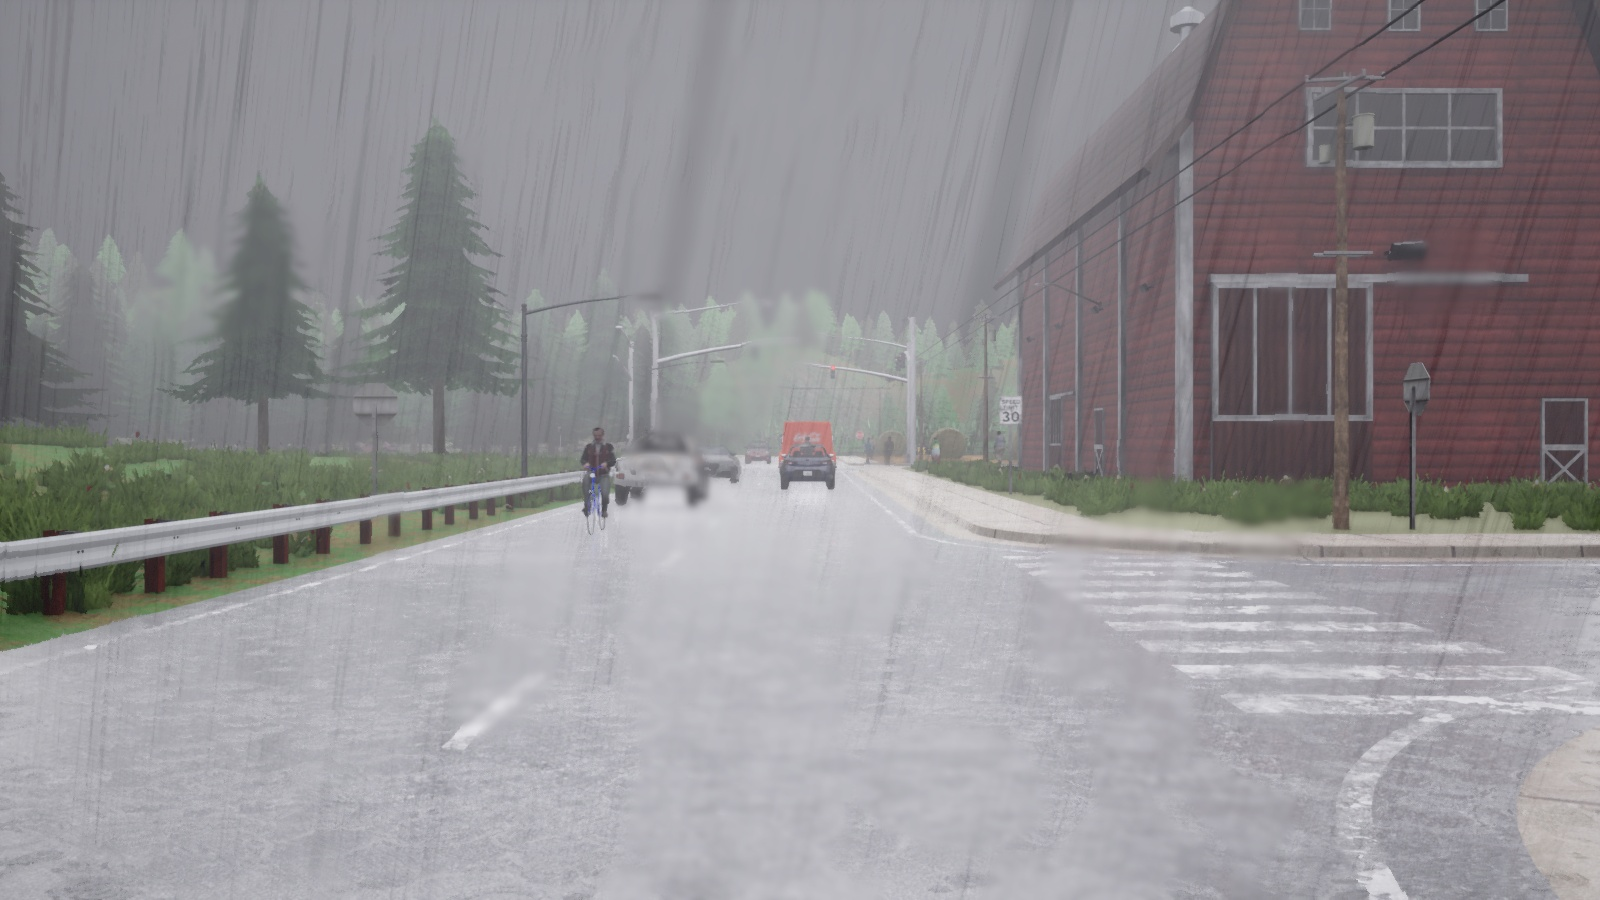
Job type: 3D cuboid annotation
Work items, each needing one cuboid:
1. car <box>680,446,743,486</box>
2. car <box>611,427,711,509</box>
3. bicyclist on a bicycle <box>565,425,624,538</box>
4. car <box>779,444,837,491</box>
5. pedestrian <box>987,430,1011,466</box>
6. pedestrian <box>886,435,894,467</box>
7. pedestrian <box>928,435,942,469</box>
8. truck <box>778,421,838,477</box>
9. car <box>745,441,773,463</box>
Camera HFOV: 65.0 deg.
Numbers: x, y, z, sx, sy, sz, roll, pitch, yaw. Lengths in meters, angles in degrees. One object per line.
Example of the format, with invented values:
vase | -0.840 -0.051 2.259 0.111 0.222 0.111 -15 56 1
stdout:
car | -3.220 0.546 46.302 1.994 1.385 4.181 0 0 0
car | -3.310 0.387 30.710 1.932 1.855 4.605 0 0 0
bicyclist on a bicycle | -3.366 0.498 20.696 0.659 1.776 1.843 0 0 0
car | 0.253 0.526 41.552 1.816 1.474 4.193 0 0 0
pedestrian | 10.455 -0.105 65.948 0.874 1.855 0.900 0 0 -25
pedestrian | 4.980 0.055 69.393 0.328 1.805 0.869 0 0 -3
pedestrian | 7.791 0.118 72.546 0.659 1.952 0.873 0 0 -4
truck | 0.345 -0.065 57.582 2.627 2.467 5.204 0 0 0
car | -2.966 0.130 90.649 1.851 1.617 3.988 0 0 0
